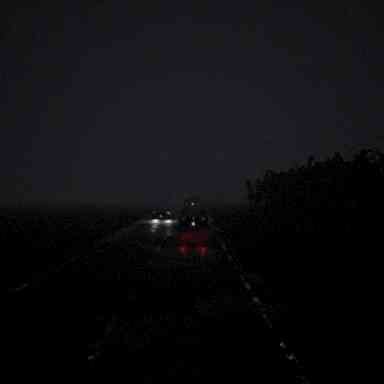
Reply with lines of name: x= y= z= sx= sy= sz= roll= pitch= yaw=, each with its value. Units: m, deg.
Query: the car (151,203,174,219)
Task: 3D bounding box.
car: x=-2.765 y=1.787 z=32.302 sx=2.033 sy=1.411 sz=5.357 roll=0 pitch=0 yaw=0

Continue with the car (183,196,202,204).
car: x=0.083 y=1.518 z=40.639 sx=2.150 sy=2.045 sz=5.566 roll=0 pitch=0 yaw=0

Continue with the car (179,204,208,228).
car: x=0.088 y=1.778 z=23.663 sx=1.895 sy=1.301 sz=4.718 roll=0 pitch=0 yaw=0
